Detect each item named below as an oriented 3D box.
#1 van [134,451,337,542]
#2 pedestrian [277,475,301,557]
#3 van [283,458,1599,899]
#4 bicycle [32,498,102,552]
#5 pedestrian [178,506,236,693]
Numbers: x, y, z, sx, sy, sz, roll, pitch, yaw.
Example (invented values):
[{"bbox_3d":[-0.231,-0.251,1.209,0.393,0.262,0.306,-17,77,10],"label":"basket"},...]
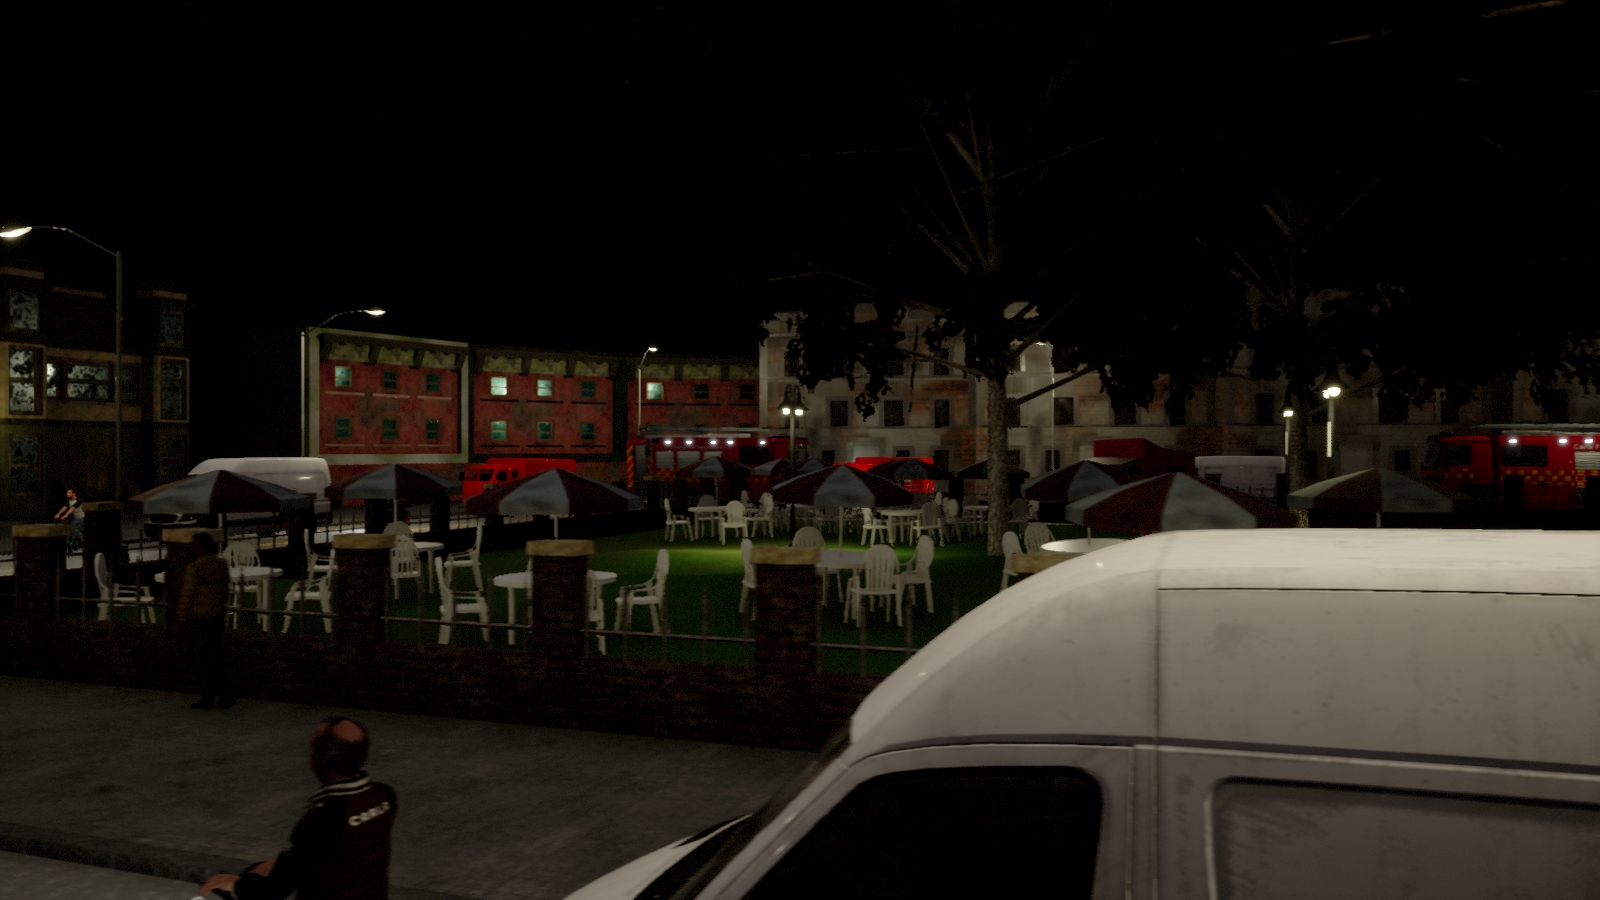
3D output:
[{"bbox_3d":[-17.232,1.315,35.307,1.988,2.561,5.915,0,0,20],"label":"van"},{"bbox_3d":[-11.832,1.519,26.451,0.375,1.860,0.375,0,0,30],"label":"pedestrian"},{"bbox_3d":[1.616,1.314,3.246,5.915,2.561,1.988,0,0,20],"label":"van"},{"bbox_3d":[-19.161,1.936,29.905,0.373,1.296,1.643,0,0,20],"label":"bicycle"},{"bbox_3d":[-6.077,1.516,11.719,0.375,1.860,0.375,0,0,20],"label":"pedestrian"}]
